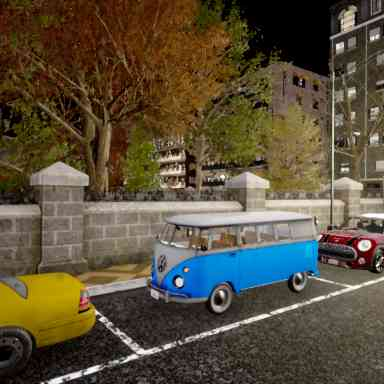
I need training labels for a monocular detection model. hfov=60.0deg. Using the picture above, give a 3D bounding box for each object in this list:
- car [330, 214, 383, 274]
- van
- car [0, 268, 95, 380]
[{"bbox_3d":[5.606,1.441,10.537,4.097,1.590,1.967,0,1,-35],"label":"car"},{"bbox_3d":[1.035,1.342,7.280,3.998,1.788,1.690,0,1,-35],"label":"van"},{"bbox_3d":[-3.678,1.525,3.927,4.829,1.417,1.752,0,1,-35],"label":"car"}]
